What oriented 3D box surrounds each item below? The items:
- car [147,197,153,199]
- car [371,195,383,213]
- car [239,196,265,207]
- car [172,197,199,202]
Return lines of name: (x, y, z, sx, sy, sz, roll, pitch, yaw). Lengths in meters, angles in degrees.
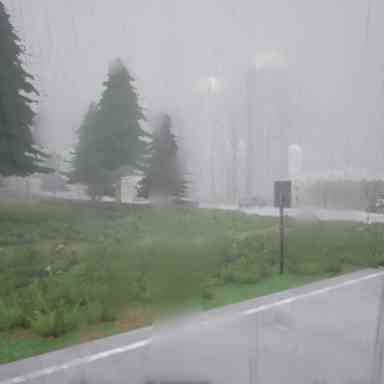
car: (-10.850, 1.426, 74.298, 4.181, 1.381, 1.994, 0, 0, -36)
car: (20.089, 1.234, 35.102, 1.905, 1.878, 3.866, 0, 0, 24)
car: (8.492, 1.359, 47.545, 3.988, 1.617, 1.851, 0, 0, -36)
car: (-0.874, 1.349, 44.125, 1.882, 1.535, 5.008, 0, 0, -35)
